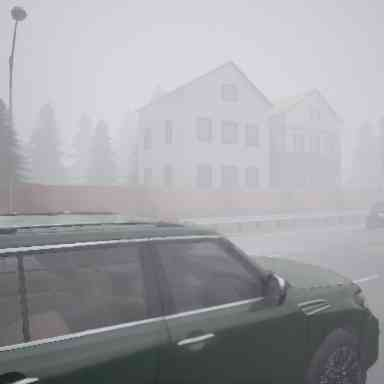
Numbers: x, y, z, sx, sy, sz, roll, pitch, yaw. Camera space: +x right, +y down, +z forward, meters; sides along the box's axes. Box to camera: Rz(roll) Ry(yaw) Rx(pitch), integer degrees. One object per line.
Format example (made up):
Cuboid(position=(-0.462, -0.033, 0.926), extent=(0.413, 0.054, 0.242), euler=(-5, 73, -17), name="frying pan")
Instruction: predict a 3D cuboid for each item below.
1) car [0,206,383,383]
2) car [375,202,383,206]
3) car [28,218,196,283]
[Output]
Cuboid(position=(-0.623, 1.221, 3.107), extent=(5.566, 2.045, 2.150), euler=(0, 0, -33), name="car")
Cuboid(position=(12.412, 1.352, 19.774), extent=(4.553, 1.767, 2.097), euler=(0, 0, -33), name="car")
Cuboid(position=(-2.355, 1.600, 10.310), extent=(4.718, 1.301, 1.895), euler=(0, 0, -33), name="car")
